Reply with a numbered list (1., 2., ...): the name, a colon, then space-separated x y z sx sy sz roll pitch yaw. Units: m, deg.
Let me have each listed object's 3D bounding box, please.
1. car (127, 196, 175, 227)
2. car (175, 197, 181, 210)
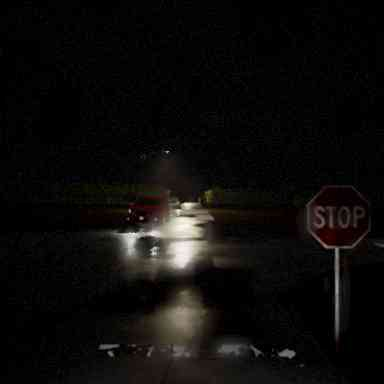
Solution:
1. car: -2.945 1.308 23.869 2.150 2.045 5.566 0 0 6
2. car: -2.680 1.528 46.617 2.097 1.767 4.553 0 -1 0
